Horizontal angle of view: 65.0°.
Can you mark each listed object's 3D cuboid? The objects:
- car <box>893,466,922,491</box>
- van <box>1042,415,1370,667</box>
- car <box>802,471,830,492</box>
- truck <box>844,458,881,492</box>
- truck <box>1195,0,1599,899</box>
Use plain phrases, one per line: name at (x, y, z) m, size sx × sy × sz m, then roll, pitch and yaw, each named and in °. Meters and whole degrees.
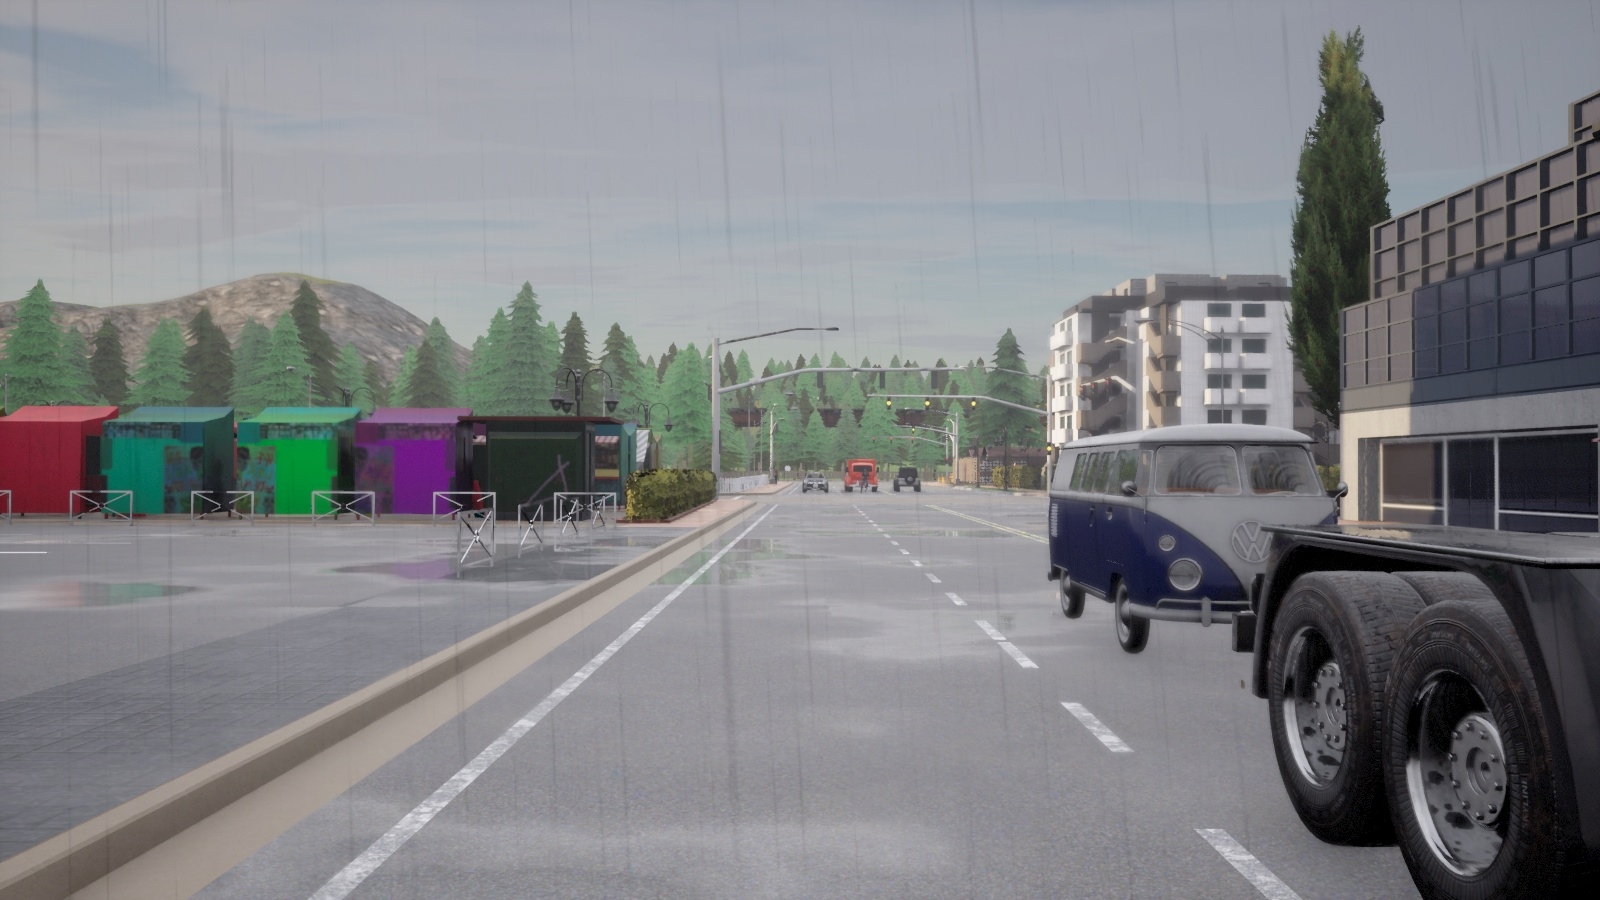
car at (8.211, 2.190, 96.276) m, size 1.905 × 1.878 × 3.866 m, roll 0°, pitch -1°, yaw 1°
van at (3.632, 0.756, 12.149) m, size 1.775 × 1.987 × 4.442 m, roll 0°, pitch -1°, yaw 1°
car at (1.145, 2.303, 91.206) m, size 1.970 × 1.475 × 3.806 m, roll 0°, pitch -1°, yaw 1°
truck at (4.707, 1.910, 95.615) m, size 2.627 × 2.467 × 5.204 m, roll 0°, pitch -1°, yaw 1°
truck at (3.522, -0.137, 2.678) m, size 2.891 × 3.462 × 7.936 m, roll 0°, pitch -1°, yaw 1°
